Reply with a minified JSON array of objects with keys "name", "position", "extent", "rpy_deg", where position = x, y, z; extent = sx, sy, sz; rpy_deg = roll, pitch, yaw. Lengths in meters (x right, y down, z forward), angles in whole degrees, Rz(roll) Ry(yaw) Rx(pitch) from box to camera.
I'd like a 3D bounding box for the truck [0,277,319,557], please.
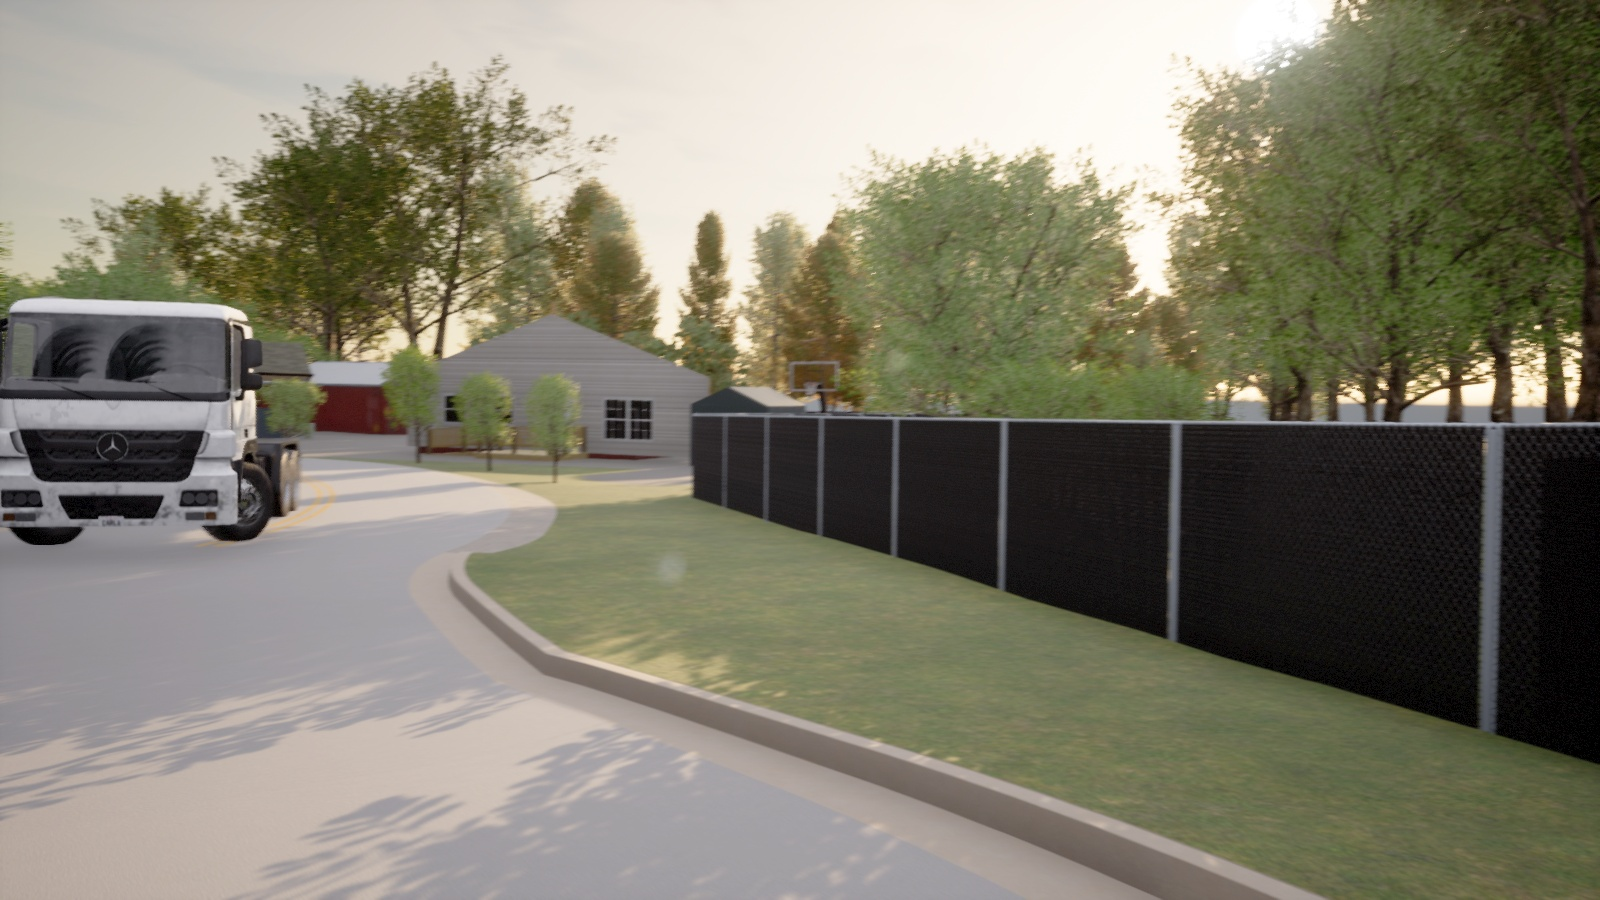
[{"name":"truck","position":[-9.633,-0.548,19.709],"extent":[2.891,3.462,7.936],"rpy_deg":[0,2,-14]}]
